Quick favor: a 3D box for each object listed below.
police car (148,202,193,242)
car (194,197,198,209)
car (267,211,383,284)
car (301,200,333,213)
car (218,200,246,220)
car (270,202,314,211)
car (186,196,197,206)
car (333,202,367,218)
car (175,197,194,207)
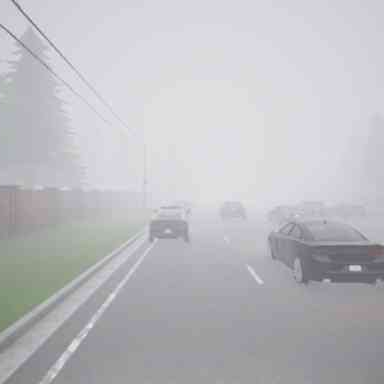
[{"bbox_3d":[-1.060,1.538,17.188,1.930,1.638,5.238,0,0,0],"label":"police car"},{"bbox_3d":[-0.030,1.870,52.759,1.812,1.442,4.674,0,0,0],"label":"car"},{"bbox_3d":[3.595,1.542,9.801,1.882,1.535,5.008,0,0,0],"label":"car"},{"bbox_3d":[10.582,1.549,30.268,2.097,1.767,4.553,0,0,0],"label":"car"},{"bbox_3d":[3.582,1.550,30.265,2.097,1.767,4.553,0,0,0],"label":"car"},{"bbox_3d":[7.085,1.712,25.174,2.033,1.411,5.357,0,0,0],"label":"car"},{"bbox_3d":[-0.039,1.799,67.191,2.097,1.767,4.553,0,0,0],"label":"car"},{"bbox_3d":[14.082,1.690,30.543,2.128,1.511,4.902,0,0,0],"label":"car"},{"bbox_3d":[-1.070,1.567,33.048,2.097,1.767,4.553,0,0,0],"label":"car"}]
